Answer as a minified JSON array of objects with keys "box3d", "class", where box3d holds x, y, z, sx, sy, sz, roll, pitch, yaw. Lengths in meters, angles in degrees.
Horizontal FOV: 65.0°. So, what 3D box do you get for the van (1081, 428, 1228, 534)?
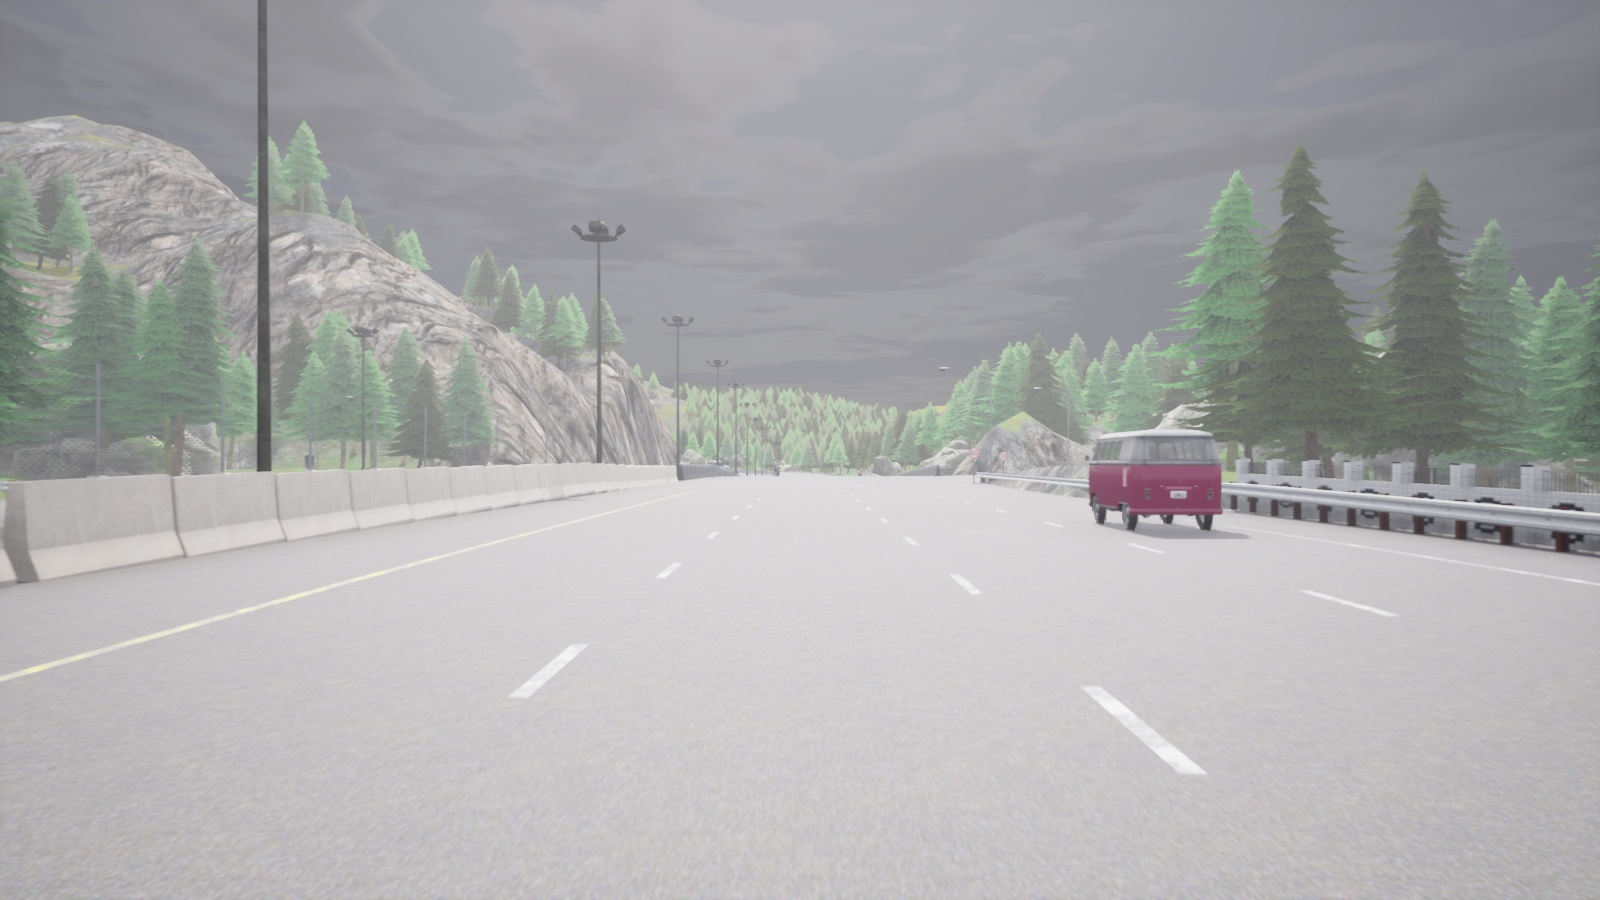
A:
[{"box3d":[7.162,0.603,25.831,1.775,1.987,4.442,0,-1,0],"class":"van"}]
